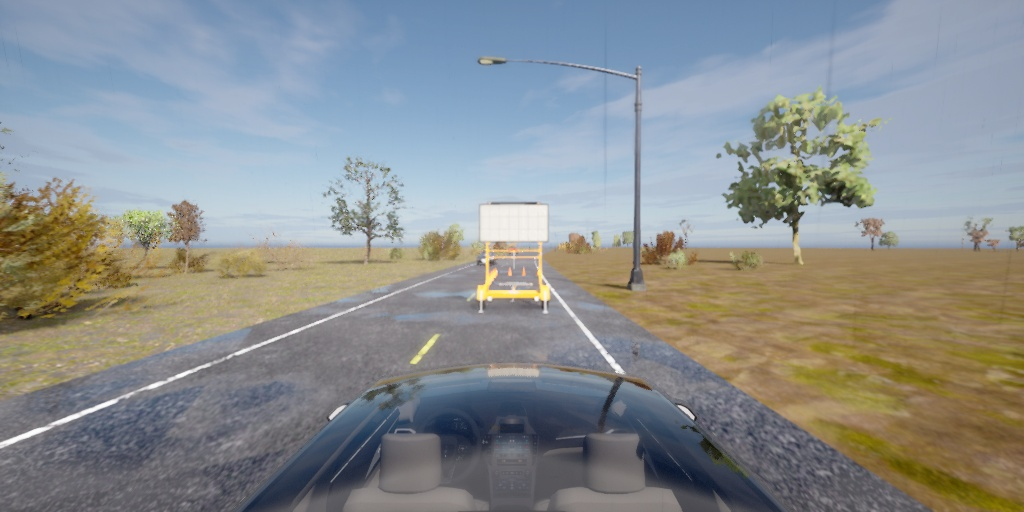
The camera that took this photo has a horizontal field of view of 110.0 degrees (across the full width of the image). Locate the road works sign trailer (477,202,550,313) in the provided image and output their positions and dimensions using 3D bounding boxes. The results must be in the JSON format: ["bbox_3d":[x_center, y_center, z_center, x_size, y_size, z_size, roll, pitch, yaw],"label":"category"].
[{"bbox_3d":[0.068,-0.071,12.516,2.380,3.560,2.880,0,0,1],"label":"road works sign trailer"}]

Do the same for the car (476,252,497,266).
[{"bbox_3d":[-2.696,0.252,39.080,2.128,1.511,4.902,0,2,3],"label":"car"}]
